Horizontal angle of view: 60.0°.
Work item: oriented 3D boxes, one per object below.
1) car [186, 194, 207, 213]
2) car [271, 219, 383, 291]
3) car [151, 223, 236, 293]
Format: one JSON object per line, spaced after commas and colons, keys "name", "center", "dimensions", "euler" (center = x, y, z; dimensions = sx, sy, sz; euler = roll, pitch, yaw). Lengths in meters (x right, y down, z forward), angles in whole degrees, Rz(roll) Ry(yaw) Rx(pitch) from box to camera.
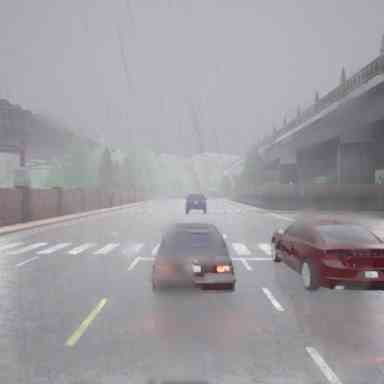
{"name": "car", "center": [0.481, 1.216, 36.870], "dimensions": [2.150, 2.045, 5.566], "euler": [0, 0, 1]}
{"name": "car", "center": [3.536, 1.477, 9.034], "dimensions": [1.882, 1.535, 5.008], "euler": [0, 0, 0]}
{"name": "car", "center": [0.030, 1.546, 8.981], "dimensions": [2.033, 1.411, 5.357], "euler": [0, 0, 0]}
